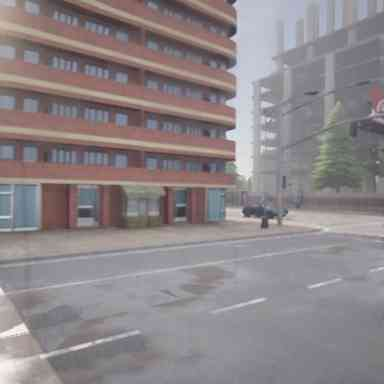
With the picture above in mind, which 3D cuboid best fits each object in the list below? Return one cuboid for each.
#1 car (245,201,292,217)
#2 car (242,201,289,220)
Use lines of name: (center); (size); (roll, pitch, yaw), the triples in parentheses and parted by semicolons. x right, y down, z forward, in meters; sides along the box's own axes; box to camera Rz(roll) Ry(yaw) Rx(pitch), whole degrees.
car: (8.154, 1.791, 35.946); (1.837, 1.490, 4.892); (1, 0, -36)
car: (6.825, 1.776, 31.821); (1.812, 1.442, 4.674); (1, 0, -36)
